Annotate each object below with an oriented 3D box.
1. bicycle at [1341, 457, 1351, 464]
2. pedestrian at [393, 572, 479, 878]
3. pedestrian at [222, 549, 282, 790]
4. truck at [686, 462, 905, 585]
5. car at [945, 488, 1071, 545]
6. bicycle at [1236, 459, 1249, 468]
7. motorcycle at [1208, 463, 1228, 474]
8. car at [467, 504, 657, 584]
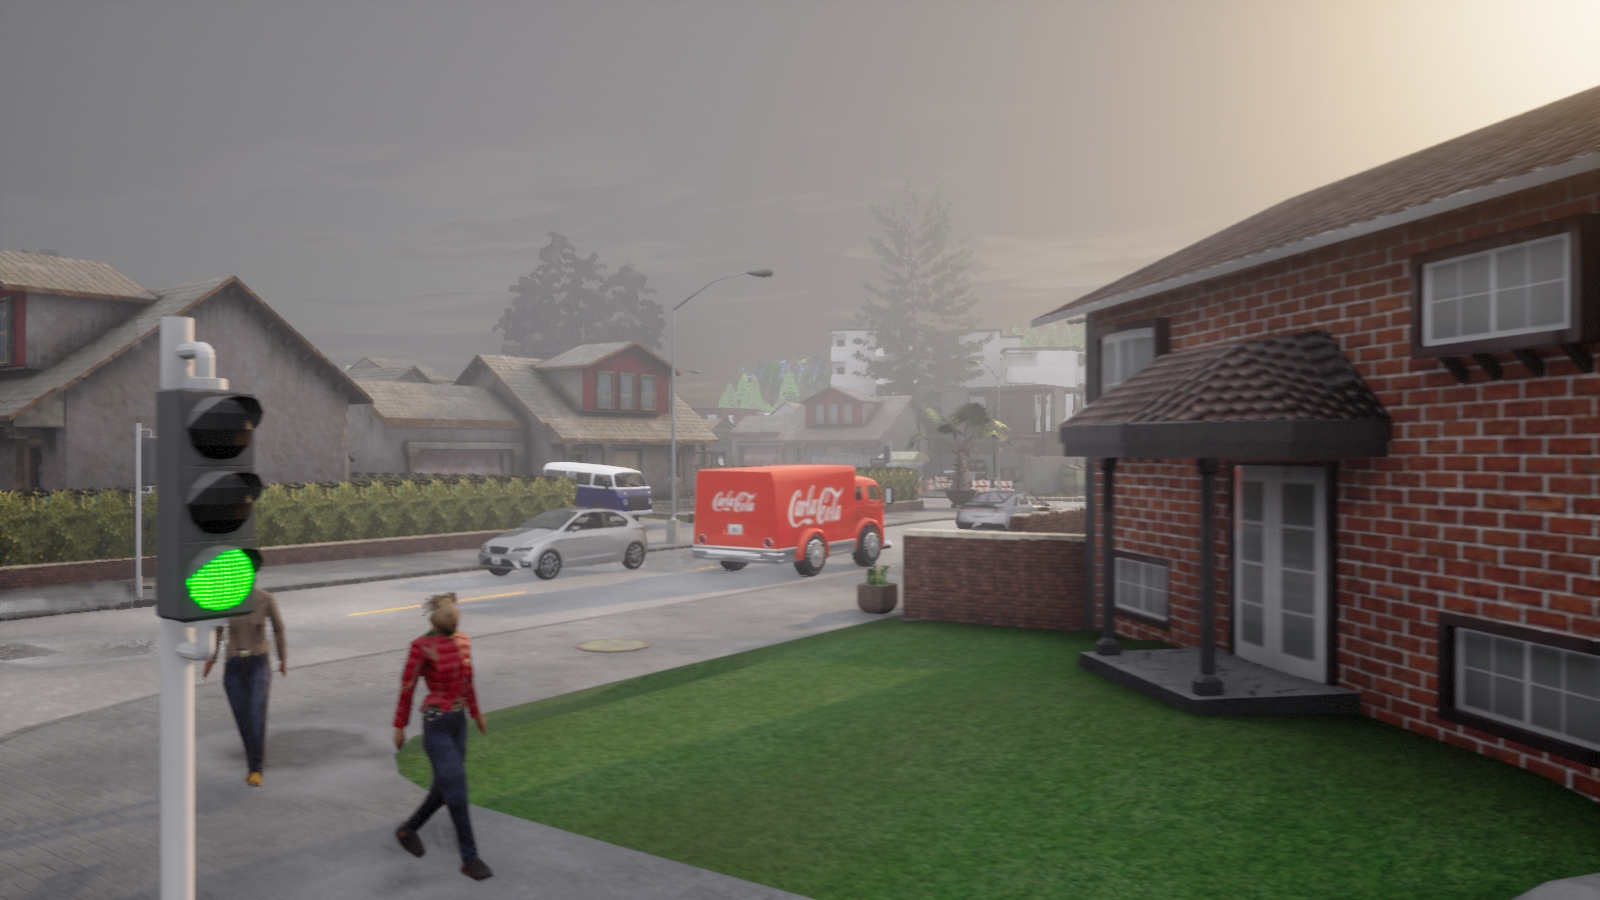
[{"bbox_3d":[108.709,2.087,227.481,1.643,1.496,0.373,0,0,35],"label":"bicycle"},{"bbox_3d":[-2.360,1.751,7.412,0.375,1.860,0.375,0,0,33],"label":"pedestrian"},{"bbox_3d":[-4.423,1.753,9.235,0.375,1.860,0.375,0,0,-14],"label":"pedestrian"},{"bbox_3d":[0.031,1.590,26.979,2.627,2.467,5.204,0,1,35],"label":"truck"},{"bbox_3d":[6.736,2.059,36.582,2.128,1.511,4.902,0,0,35],"label":"car"},{"bbox_3d":[68.100,2.093,176.031,1.835,1.471,0.329,0,0,35],"label":"bicycle"},{"bbox_3d":[50.165,2.214,137.123,2.033,1.199,0.803,0,0,35],"label":"motorcycle"},{"bbox_3d":[-5.369,2.080,26.285,1.816,1.474,4.193,0,0,34],"label":"car"}]
